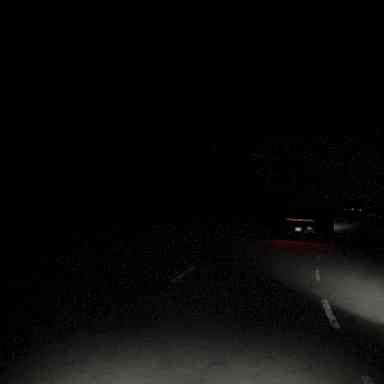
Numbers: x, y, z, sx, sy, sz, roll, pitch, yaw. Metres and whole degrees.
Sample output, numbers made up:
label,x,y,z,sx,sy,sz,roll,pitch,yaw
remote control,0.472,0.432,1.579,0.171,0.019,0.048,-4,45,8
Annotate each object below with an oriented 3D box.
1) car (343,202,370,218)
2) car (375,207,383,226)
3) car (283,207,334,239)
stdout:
label,x,y,z,sx,sy,sz,roll,pitch,yaw
car,16.158,1.684,32.623,2.033,1.411,5.357,0,0,34
car,14.218,1.715,23.486,1.895,1.301,4.718,0,0,34
car,6.304,1.551,17.779,2.128,1.511,4.902,0,0,32
